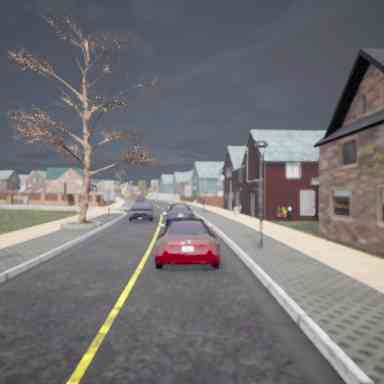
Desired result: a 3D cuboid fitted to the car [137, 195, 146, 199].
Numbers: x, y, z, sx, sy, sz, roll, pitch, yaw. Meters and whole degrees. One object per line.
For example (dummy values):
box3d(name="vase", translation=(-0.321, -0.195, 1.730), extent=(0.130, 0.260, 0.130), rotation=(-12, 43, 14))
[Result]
box3d(name="car", translation=(-12.004, 1.402, 79.017), extent=(1.994, 1.385, 4.181), rotation=(0, 0, -13))

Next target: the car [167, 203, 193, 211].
box3d(name="car", translation=(-0.876, 1.520, 24.295), extent=(1.994, 1.385, 4.181), rotation=(0, 0, -4))

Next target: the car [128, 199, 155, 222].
box3d(name="car", translation=(-3.892, 1.501, 26.463), extent=(2.033, 1.411, 5.357), rotation=(0, 0, -4))

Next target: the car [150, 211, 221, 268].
box3d(name="car", translation=(-0.171, 1.542, 11.181), extent=(1.994, 1.385, 4.181), rotation=(0, 0, -2))
